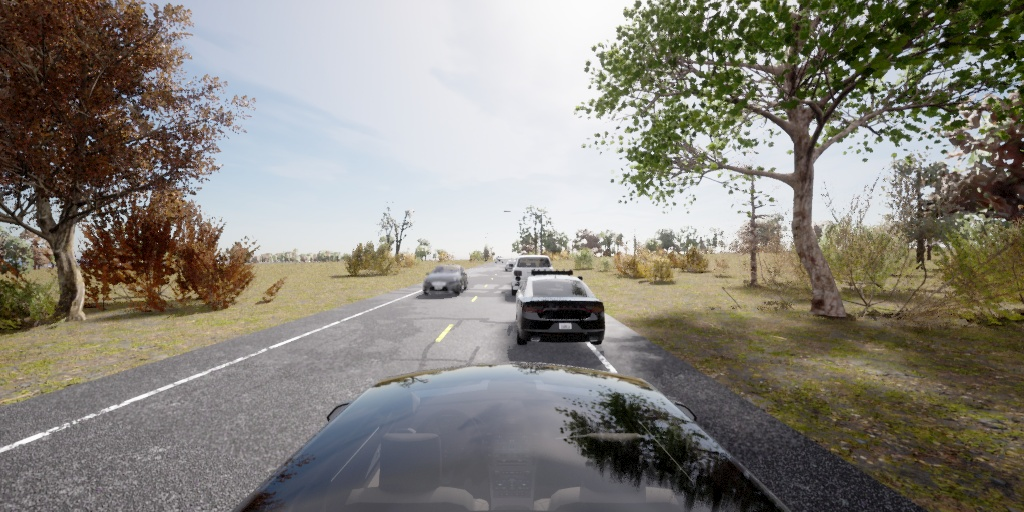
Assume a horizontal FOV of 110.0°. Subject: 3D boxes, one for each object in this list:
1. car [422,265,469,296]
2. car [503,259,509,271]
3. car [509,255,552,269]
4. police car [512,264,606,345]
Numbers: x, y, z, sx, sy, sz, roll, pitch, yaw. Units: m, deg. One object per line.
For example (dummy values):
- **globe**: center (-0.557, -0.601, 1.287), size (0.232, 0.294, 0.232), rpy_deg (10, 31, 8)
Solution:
- **car**: center (-3.493, 1.246, 19.528), size (2.128, 1.511, 4.902), rpy_deg (0, 0, 0)
- **car**: center (0.055, 1.285, 48.265), size (1.812, 1.442, 4.674), rpy_deg (0, 0, 1)
- **car**: center (1.057, 0.979, 19.566), size (2.150, 2.045, 5.566), rpy_deg (0, 0, 0)
- **police car**: center (1.053, 1.177, 9.644), size (1.930, 1.638, 5.238), rpy_deg (0, 0, 0)
